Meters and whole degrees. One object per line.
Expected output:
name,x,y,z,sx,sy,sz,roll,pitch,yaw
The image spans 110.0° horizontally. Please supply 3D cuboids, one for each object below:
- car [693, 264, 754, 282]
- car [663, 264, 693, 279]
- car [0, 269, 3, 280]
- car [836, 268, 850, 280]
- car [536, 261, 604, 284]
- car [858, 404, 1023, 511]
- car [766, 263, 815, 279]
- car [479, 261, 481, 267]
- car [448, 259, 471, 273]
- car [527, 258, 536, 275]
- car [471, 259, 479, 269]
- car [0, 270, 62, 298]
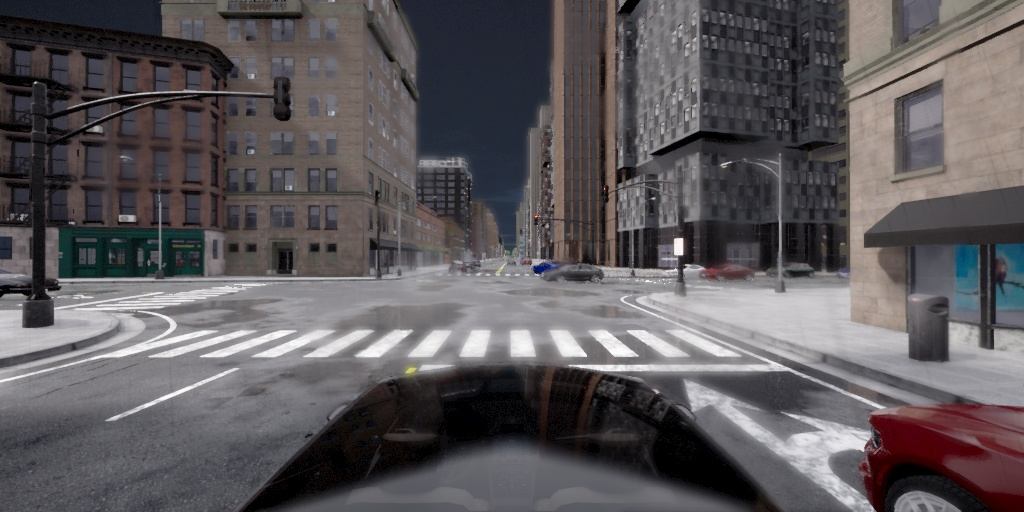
car,19.142,1.485,31.981,5.008,1.535,1.882,1,-1,-17
car,16.928,1.533,34.692,4.674,1.442,1.812,0,0,-17
car,-21.029,1.021,11.451,5.357,1.411,2.033,1,0,-13
car,35.429,1.724,36.377,4.674,1.442,1.812,1,0,-13
car,4.601,1.311,27.125,4.892,1.490,1.837,1,0,-20
car,3.353,1.228,0.399,1.882,1.535,5.008,0,0,0
car,29.746,1.509,38.316,4.553,1.767,2.097,1,0,-12
car,-6.673,1.324,64.625,1.994,1.385,4.181,0,0,0
car,-6.672,1.283,44.703,1.812,1.442,4.674,0,0,0
car,3.932,1.252,37.501,1.882,1.535,5.008,-3,2,-28
car,-6.683,1.251,54.663,2.128,1.511,4.902,0,0,0
car,-22.317,1.032,14.441,5.357,1.411,2.033,1,0,-16
